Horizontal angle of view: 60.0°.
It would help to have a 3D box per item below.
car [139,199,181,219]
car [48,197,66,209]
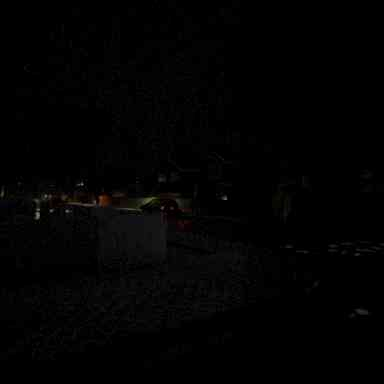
[{"bbox_3d":[-2.815,1.340,28.347,2.097,1.767,4.553,0,0,-34],"label":"car"},{"bbox_3d":[-19.005,1.509,46.658,1.837,1.490,4.892,0,0,-35],"label":"car"}]
